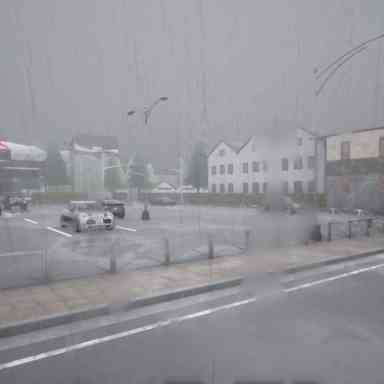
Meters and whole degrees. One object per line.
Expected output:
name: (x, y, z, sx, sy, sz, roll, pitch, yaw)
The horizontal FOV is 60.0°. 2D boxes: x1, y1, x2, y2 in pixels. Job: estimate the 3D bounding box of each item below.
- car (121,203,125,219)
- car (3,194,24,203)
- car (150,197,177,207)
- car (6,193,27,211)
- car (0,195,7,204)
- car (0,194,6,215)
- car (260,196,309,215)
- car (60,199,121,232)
car: (-6.733, 1.313, 25.548, 2.007, 1.523, 4.514, 0, 0, -36)
car: (-39.260, 1.328, 73.030, 3.866, 1.878, 1.905, 0, 0, -36)
car: (-4.187, 1.370, 48.476, 2.033, 1.411, 5.357, 0, 0, -35)
car: (-20.120, 1.092, 37.950, 1.905, 1.878, 3.866, 0, 0, -36)
car: (-39.486, 1.495, 65.901, 4.611, 1.667, 2.242, 0, 0, -36)
car: (-18.207, 1.113, 29.640, 1.932, 1.855, 4.605, 0, 0, -36)
car: (8.475, 1.175, 30.615, 2.097, 1.767, 4.553, 0, 0, -35)
car: (-5.603, 1.247, 17.685, 1.970, 1.475, 3.806, 0, 0, -36)
